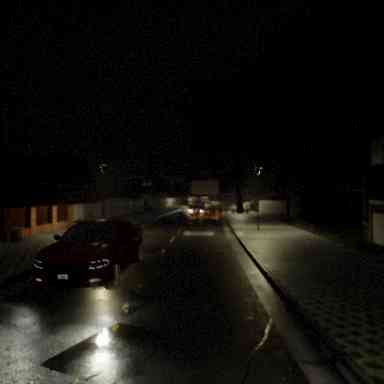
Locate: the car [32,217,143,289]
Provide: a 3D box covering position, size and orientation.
[{"bbox_3d":[-2.666,1.542,9.555,1.882,1.535,5.008,0,0,2],"label":"car"}]

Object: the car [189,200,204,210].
[{"bbox_3d":[0.741,1.932,50.945,1.812,1.442,4.674,0,0,8],"label":"car"}]

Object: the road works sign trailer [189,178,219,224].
[{"bbox_3d":[1.023,0.675,26.951,2.380,3.560,2.880,0,0,5],"label":"road works sign trailer"}]
